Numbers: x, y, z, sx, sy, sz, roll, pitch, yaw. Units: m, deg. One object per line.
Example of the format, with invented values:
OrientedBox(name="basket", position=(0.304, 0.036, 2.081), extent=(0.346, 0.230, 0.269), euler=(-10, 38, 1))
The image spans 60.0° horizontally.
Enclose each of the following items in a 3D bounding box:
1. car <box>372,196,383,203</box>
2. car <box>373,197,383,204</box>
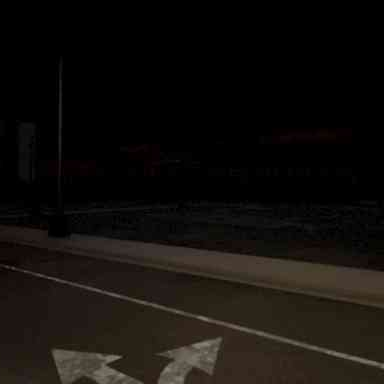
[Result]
OrientedBox(name="car", position=(39.160, 1.583, 68.509), extent=(1.853, 1.218, 4.536), euler=(1, 1, 6))
OrientedBox(name="car", position=(39.153, 1.741, 68.459), extent=(2.038, 1.542, 4.974), euler=(1, 1, 6))
